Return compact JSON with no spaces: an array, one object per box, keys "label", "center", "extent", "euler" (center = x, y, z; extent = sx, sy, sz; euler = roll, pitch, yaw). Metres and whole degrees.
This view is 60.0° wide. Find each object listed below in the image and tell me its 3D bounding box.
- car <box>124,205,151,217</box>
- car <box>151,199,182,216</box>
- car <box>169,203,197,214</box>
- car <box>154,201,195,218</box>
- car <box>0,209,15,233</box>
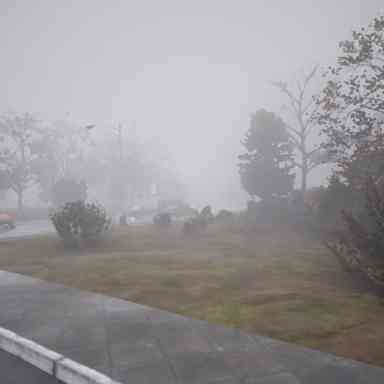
[{"label":"car","center":[-6.604,2.391,42.069],"extent":[1.812,1.442,4.674],"euler":[-3,-2,32]},{"label":"car","center":[-2.239,1.940,42.126],"extent":[2.150,2.045,5.566],"euler":[-3,-2,32]},{"label":"car","center":[-1.310,2.453,50.485],"extent":[1.812,1.442,4.674],"euler":[-3,-2,33]},{"label":"car","center":[-1.418,2.091,36.817],"extent":[2.033,1.411,5.357],"euler":[-3,-2,32]},{"label":"car","center":[-14.733,2.153,22.697],"extent":[1.837,1.490,4.892],"euler":[-3,-2,35]}]
